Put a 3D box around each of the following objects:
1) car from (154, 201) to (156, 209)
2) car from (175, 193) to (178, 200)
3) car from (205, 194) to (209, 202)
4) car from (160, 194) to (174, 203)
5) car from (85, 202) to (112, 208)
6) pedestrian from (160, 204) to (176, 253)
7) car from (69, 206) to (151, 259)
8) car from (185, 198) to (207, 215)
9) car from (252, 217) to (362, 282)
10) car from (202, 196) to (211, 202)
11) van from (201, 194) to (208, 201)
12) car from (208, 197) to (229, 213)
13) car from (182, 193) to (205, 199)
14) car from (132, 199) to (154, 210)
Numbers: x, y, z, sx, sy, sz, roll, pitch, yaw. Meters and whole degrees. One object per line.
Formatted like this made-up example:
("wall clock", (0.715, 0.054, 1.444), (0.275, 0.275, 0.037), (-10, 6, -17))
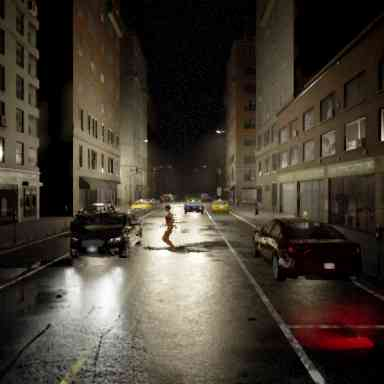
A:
("car", (-5.490, 1.549, 41.546), (2.008, 1.369, 4.403), (0, 0, 0))
("car", (-5.302, 1.459, 84.824), (1.967, 1.590, 4.097), (0, 0, 0))
("car", (3.152, 1.555, 68.282), (1.887, 1.381, 4.507), (0, 0, 0))
("car", (-5.374, 1.325, 68.320), (2.192, 1.841, 5.009), (0, 0, 0))
("car", (-5.587, 1.437, 19.444), (1.967, 1.590, 4.097), (0, 0, 0))
("pedestrian", (-0.860, 1.293, 12.142), (0.375, 1.860, 0.375), (0, 0, -10))
("car", (-3.047, 1.489, 12.616), (2.128, 1.511, 4.902), (0, 0, 0))
("car", (0.229, 1.598, 34.050), (1.895, 1.301, 4.718), (0, 0, 0))
("car", (3.041, 1.477, 9.811), (1.882, 1.535, 5.008), (0, 0, 0))
("car", (3.176, 1.579, 73.784), (1.947, 1.339, 4.313), (0, 0, 0))
("van", (3.223, 1.360, 84.787), (1.690, 1.788, 3.998), (0, 0, 0))
("car", (3.012, 1.522, 36.153), (1.752, 1.417, 4.829), (0, 0, 0))
("car", (0.190, 1.220, 43.991), (2.150, 2.045, 5.566), (0, 0, 0))
("car", (-5.515, 1.522, 35.851), (1.752, 1.417, 4.829), (0, 0, 0))
